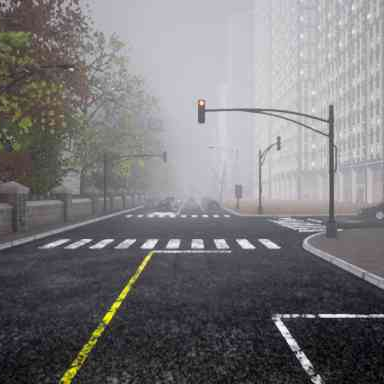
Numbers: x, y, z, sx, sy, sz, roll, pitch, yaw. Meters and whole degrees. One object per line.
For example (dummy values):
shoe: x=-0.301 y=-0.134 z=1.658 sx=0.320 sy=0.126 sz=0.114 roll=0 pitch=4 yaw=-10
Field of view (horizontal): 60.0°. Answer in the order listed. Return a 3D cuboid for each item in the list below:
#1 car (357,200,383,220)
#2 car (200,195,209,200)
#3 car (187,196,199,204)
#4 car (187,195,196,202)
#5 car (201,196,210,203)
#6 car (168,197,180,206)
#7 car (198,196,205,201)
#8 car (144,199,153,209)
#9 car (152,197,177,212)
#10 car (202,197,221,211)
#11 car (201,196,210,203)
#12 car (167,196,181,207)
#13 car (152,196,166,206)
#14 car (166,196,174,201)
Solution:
car: x=14.930 y=1.261 z=24.773 sx=4.892 sy=1.490 sz=1.837 roll=-1 pitch=0 yaw=0
car: x=2.640 y=1.645 z=52.813 sx=1.947 sy=1.339 sz=4.313 roll=0 pitch=0 yaw=0
car: x=-0.068 y=1.641 z=69.248 sx=1.812 sy=1.442 sz=4.674 roll=0 pitch=0 yaw=0
car: x=-0.077 y=1.554 z=78.832 sx=2.033 sy=1.411 sz=5.357 roll=0 pitch=0 yaw=0
car: x=2.645 y=1.634 z=47.181 sx=1.947 sy=1.339 sz=4.313 roll=0 pitch=0 yaw=0
car: x=-3.129 y=1.618 z=59.040 sx=1.812 sy=1.442 sz=4.674 roll=0 pitch=0 yaw=0
car: x=2.601 y=1.726 z=92.239 sx=2.008 sy=1.369 sz=4.403 roll=0 pitch=0 yaw=0
car: x=-5.735 y=1.651 z=47.172 sx=1.802 sy=1.307 sz=4.206 roll=0 pitch=0 yaw=0
car: x=-3.136 y=1.619 z=39.213 sx=1.994 sy=1.385 sz=4.181 roll=0 pitch=0 yaw=0
car: x=2.650 y=1.624 z=41.548 sx=1.947 sy=1.339 sz=4.313 roll=0 pitch=0 yaw=0
car: x=3.074 y=1.660 z=76.860 sx=1.812 sy=1.442 sz=4.674 roll=0 pitch=0 yaw=0
car: x=-3.141 y=1.424 z=48.766 sx=2.097 sy=1.767 sz=4.553 roll=0 pitch=0 yaw=0
car: x=-5.746 y=1.531 z=58.438 sx=1.967 sy=1.590 sz=4.097 roll=0 pitch=0 yaw=0
car: x=-5.774 y=1.704 z=86.599 sx=1.887 sy=1.381 sz=4.507 roll=0 pitch=0 yaw=0
